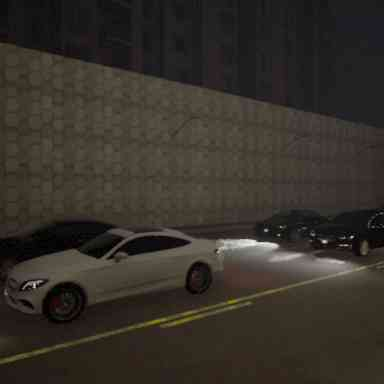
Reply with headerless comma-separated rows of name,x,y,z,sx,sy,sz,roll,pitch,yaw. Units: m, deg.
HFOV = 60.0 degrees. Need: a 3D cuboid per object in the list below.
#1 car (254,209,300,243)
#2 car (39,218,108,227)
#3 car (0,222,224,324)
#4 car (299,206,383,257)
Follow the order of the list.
car,4.959,1.541,16.080,4.181,1.385,1.994,0,0,-35
car,-3.799,1.521,9.860,4.674,1.442,1.812,0,0,-35
car,-1.397,1.520,7.269,4.674,1.442,1.812,0,0,-35
car,6.587,1.484,12.948,4.892,1.490,1.837,0,0,-35
